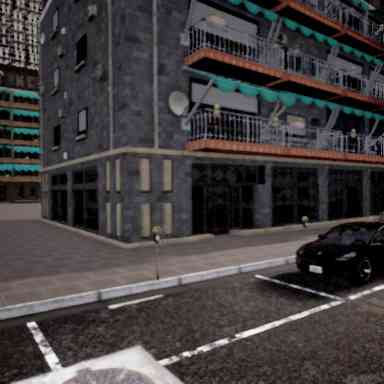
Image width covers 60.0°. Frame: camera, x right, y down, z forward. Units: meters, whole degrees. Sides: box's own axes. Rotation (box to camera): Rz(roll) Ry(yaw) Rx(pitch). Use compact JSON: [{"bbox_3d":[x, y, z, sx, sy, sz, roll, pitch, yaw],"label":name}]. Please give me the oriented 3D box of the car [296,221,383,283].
[{"bbox_3d":[4.865,1.552,9.578,4.313,1.339,1.947,0,-1,-35],"label":"car"}]
